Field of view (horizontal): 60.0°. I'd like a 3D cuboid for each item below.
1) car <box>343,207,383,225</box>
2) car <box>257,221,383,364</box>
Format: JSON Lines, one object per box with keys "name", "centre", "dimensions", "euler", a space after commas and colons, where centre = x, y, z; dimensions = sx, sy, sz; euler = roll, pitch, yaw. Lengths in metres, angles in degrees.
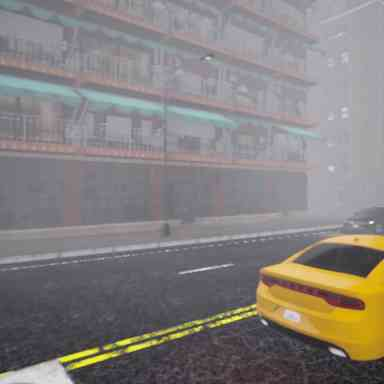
{"name": "car", "centre": [10.928, 1.641, 19.885], "dimensions": [4.674, 1.442, 1.812], "euler": [0, 0, -37]}
{"name": "car", "centre": [3.336, 1.512, 5.885], "dimensions": [5.008, 1.535, 1.882], "euler": [0, 0, -36]}
